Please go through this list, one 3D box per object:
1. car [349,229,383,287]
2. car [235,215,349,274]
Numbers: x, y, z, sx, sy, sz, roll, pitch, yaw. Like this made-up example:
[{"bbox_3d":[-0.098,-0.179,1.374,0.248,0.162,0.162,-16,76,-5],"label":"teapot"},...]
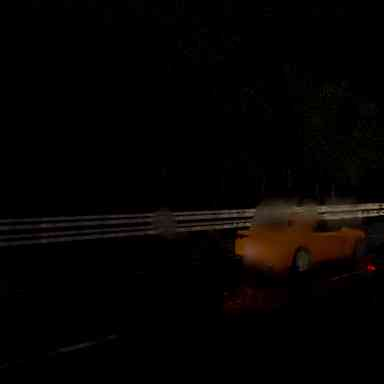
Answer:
[{"bbox_3d":[5.968,1.525,8.013,4.674,1.442,1.812,0,0,-36],"label":"car"},{"bbox_3d":[3.614,1.477,10.632,5.008,1.535,1.882,0,0,-36],"label":"car"}]
